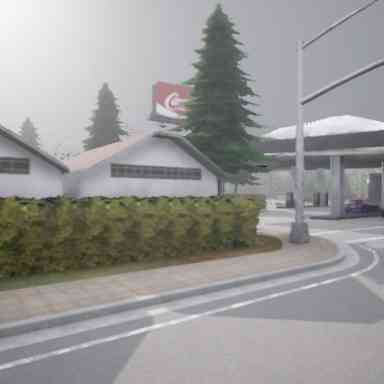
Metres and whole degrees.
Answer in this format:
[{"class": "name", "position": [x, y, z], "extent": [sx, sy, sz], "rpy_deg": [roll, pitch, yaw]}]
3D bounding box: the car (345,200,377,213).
[{"class": "car", "position": [19.784, 1.699, 38.540], "extent": [4.611, 1.667, 2.242], "rpy_deg": [0, 0, -36]}]

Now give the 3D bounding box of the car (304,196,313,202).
[{"class": "car", "position": [30.886, 1.764, 88.026], "extent": [2.152, 1.636, 5.027], "rpy_deg": [0, 0, -36]}]

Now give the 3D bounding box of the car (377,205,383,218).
[{"class": "car", "position": [19.617, 1.508, 31.410], "extent": [3.866, 1.878, 1.905], "rpy_deg": [0, 0, -36]}]
